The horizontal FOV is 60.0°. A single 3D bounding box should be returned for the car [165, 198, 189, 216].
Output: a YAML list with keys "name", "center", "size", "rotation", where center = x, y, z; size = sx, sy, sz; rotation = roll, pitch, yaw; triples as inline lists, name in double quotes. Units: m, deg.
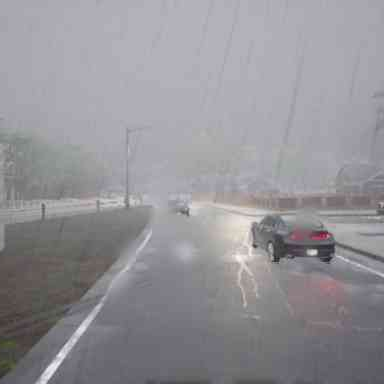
- name: "car"
  center: [-1.340, 1.564, 31.396]
  size: [1.895, 1.301, 4.718]
  rotation: [0, 0, -5]

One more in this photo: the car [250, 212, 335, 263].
- name: "car"
  center: [3.345, 1.488, 11.868]
  size: [1.837, 1.490, 4.892]
  rotation: [0, -1, -2]

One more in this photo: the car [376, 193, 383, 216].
- name: "car"
  center: [16.003, 1.028, 23.392]
  size: [5.566, 2.045, 2.150]
  rotation: [-1, 1, -1]

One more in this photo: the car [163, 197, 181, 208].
- name: "car"
  center: [-3.176, 1.441, 48.138]
  size: [1.882, 1.535, 5.008]
  rotation: [0, 0, -7]
